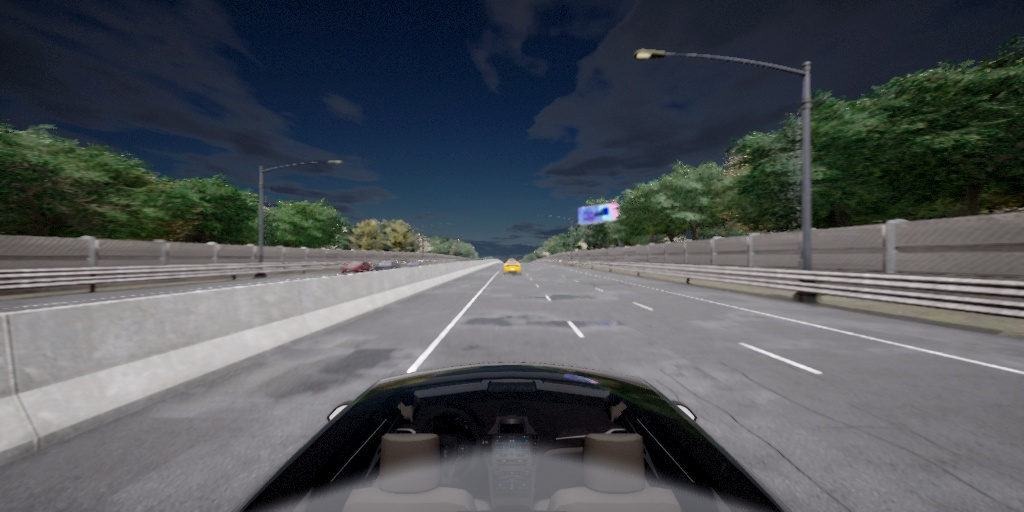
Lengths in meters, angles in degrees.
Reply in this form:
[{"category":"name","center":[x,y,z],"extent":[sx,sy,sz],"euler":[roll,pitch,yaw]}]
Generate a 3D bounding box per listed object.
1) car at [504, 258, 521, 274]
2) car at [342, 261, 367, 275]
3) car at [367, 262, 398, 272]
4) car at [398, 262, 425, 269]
[{"category":"car","center":[0.043,1.292,42.073],"extent":[1.882,1.535,5.008],"euler":[0,0,0]},{"category":"car","center":[-17.605,1.289,41.007],"extent":[1.882,1.535,5.008],"euler":[0,0,0]},{"category":"car","center":[-14.103,1.358,40.791],"extent":[2.033,1.411,5.357],"euler":[0,0,1]},{"category":"car","center":[-10.609,1.370,39.299],"extent":[1.994,1.385,4.181],"euler":[0,0,0]}]
